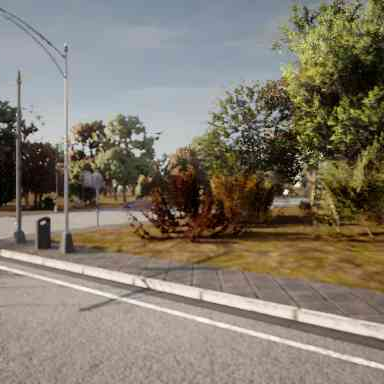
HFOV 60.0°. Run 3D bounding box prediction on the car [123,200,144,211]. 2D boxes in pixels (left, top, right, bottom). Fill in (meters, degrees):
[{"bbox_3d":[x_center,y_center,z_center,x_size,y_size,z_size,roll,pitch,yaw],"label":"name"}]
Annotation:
[{"bbox_3d":[-7.376,1.726,44.578,1.994,1.385,4.181,0,0,32],"label":"car"}]
